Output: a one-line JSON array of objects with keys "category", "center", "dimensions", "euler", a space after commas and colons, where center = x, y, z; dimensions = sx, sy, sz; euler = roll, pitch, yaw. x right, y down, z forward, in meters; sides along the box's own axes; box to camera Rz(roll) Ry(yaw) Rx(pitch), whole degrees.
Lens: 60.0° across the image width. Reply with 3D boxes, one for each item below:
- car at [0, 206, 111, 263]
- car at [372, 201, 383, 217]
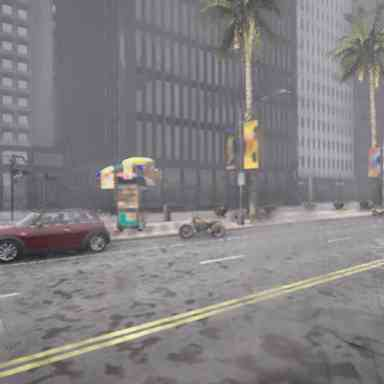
[{"category": "car", "center": [-5.458, 1.424, 12.422], "dimensions": [4.553, 1.767, 2.185], "euler": [0, 0, -37]}, {"category": "car", "center": [18.081, 1.418, 29.995], "dimensions": [4.892, 1.521, 2.231], "euler": [0, 0, -37]}]
